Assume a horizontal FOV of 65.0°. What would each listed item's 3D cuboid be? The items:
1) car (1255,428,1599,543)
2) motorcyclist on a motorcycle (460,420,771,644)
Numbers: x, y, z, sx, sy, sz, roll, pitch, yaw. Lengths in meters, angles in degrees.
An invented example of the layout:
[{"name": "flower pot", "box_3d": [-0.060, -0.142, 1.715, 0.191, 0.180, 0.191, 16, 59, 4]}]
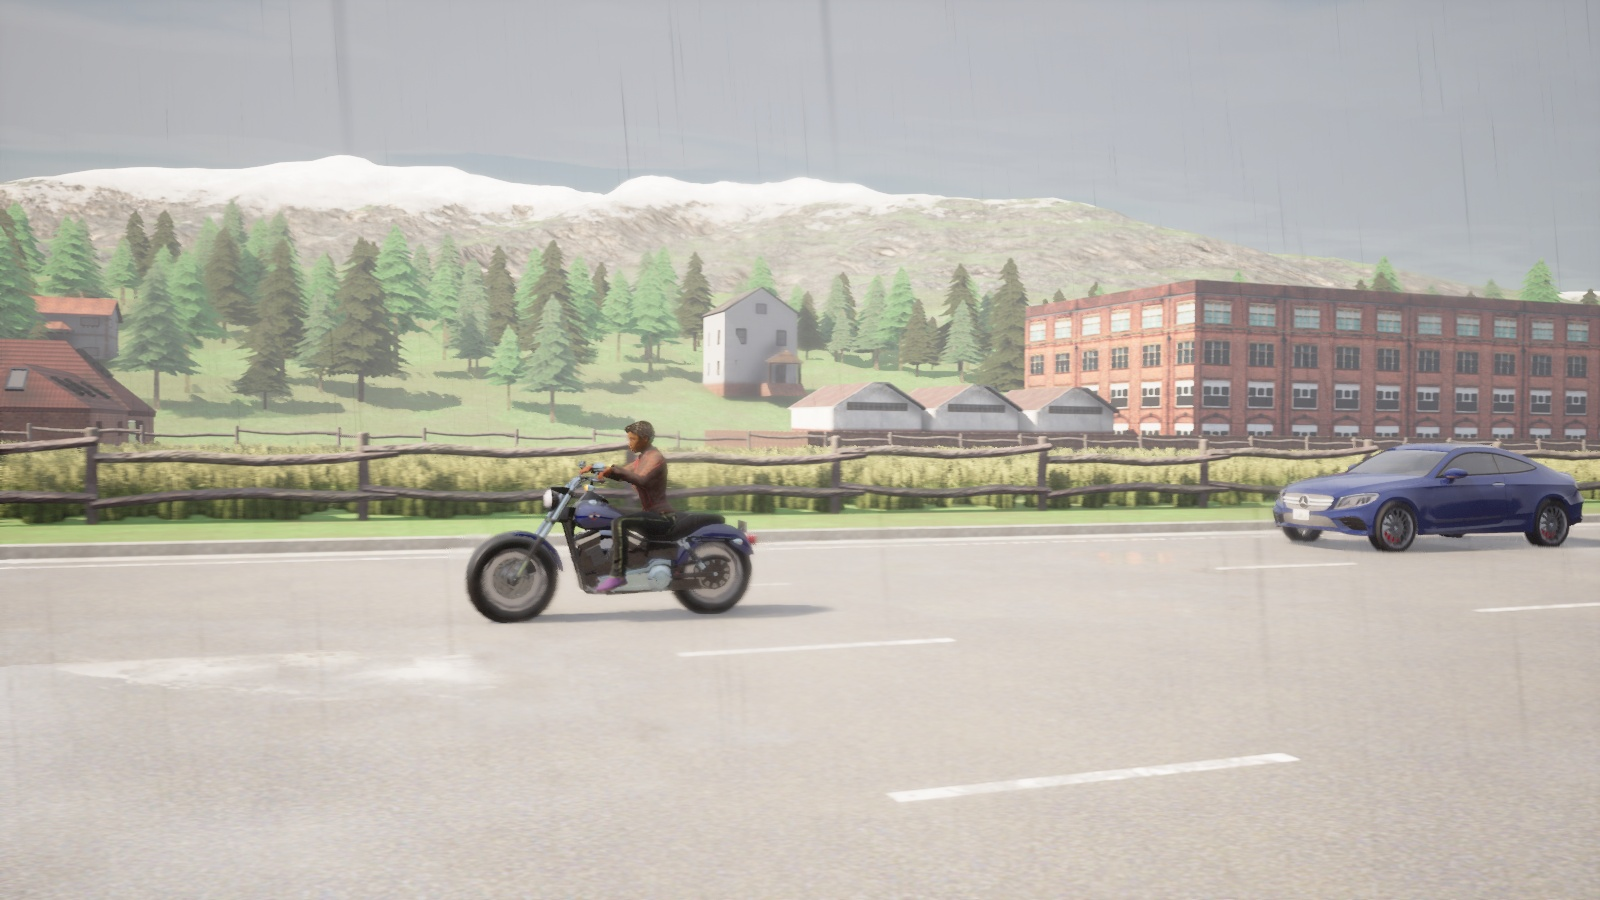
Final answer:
[{"name": "car", "box_3d": [8.997, 0.435, 17.886, 4.674, 1.442, 1.812, -1, 1, -21]}, {"name": "motorcyclist on a motorcycle", "box_3d": [-1.484, 0.599, 10.162, 2.350, 1.649, 0.766, -1, 1, -21]}]
